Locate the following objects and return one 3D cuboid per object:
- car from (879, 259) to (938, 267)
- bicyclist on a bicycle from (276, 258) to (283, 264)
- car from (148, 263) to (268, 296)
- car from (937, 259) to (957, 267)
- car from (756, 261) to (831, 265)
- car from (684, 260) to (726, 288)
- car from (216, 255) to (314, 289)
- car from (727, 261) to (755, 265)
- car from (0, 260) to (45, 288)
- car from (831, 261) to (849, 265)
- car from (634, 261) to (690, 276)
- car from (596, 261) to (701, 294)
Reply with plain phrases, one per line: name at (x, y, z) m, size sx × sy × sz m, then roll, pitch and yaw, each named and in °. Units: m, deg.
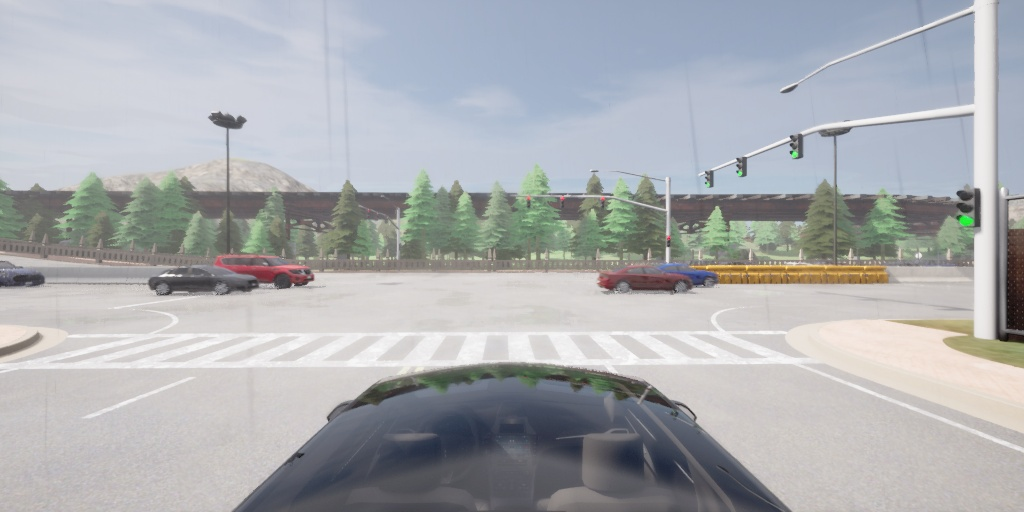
car at (33.219, 1.255, 31.001) m, size 4.892 × 1.490 × 1.837 m, roll 0°, pitch 0°, yaw -2°
bicyclist on a bicycle at (-28.452, 1.041, 43.882) m, size 0.582 × 1.620 × 1.656 m, roll 0°, pitch 0°, yaw -2°
car at (-16.003, 1.255, 18.770) m, size 4.892 × 1.490 × 1.837 m, roll 0°, pitch 0°, yaw -2°
car at (39.984, 1.102, 34.699) m, size 4.553 × 1.767 × 2.097 m, roll 0°, pitch 0°, yaw -2°
car at (24.013, 1.275, 30.701) m, size 4.674 × 1.442 × 1.812 m, roll 0°, pitch 0°, yaw -2°
car at (10.591, 1.227, 23.099) m, size 5.008 × 1.535 × 1.882 m, roll 0°, pitch 0°, yaw -2°
car at (-15.435, 0.971, 22.289) m, size 5.566 × 2.045 × 2.150 m, roll 0°, pitch 0°, yaw -2°
car at (20.519, 1.254, 34.112) m, size 4.892 × 1.490 × 1.837 m, roll 0°, pitch 0°, yaw -2°
car at (-31.667, 1.024, 21.794) m, size 4.553 × 1.767 × 2.097 m, roll 2°, pitch 0°, yaw -2°
car at (30.016, 1.241, 34.404) m, size 4.902 × 1.511 × 2.128 m, roll 0°, pitch 0°, yaw -2°
car at (15.576, 1.241, 37.460) m, size 4.902 × 1.511 × 2.128 m, roll 0°, pitch 0°, yaw -2°
car at (7.142, 1.227, 19.489) m, size 5.008 × 1.535 × 1.882 m, roll 0°, pitch 0°, yaw -2°
